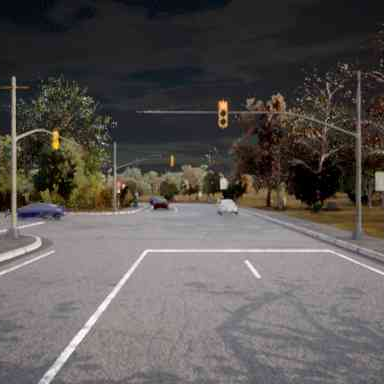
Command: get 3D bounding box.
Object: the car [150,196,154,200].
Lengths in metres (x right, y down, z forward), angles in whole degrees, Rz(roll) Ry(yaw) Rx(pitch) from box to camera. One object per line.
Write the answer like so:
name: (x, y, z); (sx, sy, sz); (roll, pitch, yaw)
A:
car: (-7.676, 1.808, 70.895); (2.150, 2.045, 5.566); (0, -1, -13)

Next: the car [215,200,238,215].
car: (3.542, 1.524, 34.298); (1.812, 1.442, 4.674); (0, 0, -1)

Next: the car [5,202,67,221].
car: (-12.600, 1.564, 26.942); (4.674, 1.442, 1.812); (0, 0, 0)

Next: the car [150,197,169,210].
car: (-3.971, 1.664, 43.484); (1.895, 1.301, 4.718); (0, -1, -2)
